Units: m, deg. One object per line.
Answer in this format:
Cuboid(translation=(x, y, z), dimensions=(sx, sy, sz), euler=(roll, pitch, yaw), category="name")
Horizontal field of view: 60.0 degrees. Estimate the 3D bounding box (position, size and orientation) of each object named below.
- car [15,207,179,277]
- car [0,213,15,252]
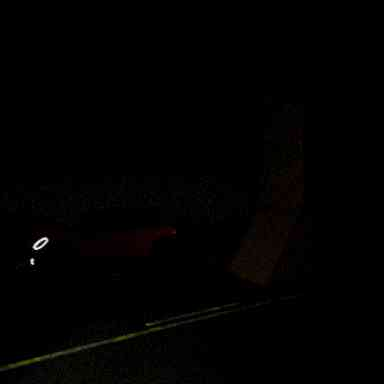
Cuboid(translation=(-2.744, 1.336, 10.280), dimensions=(4.553, 1.767, 2.097), euler=(0, 0, -32), category="car")
Cuboid(translation=(-6.762, 1.501, 11.834), dimensions=(4.674, 1.442, 1.812), euler=(0, 0, -34), category="car")
